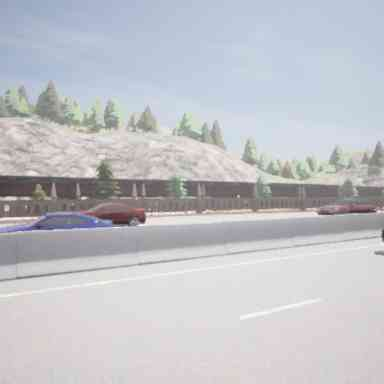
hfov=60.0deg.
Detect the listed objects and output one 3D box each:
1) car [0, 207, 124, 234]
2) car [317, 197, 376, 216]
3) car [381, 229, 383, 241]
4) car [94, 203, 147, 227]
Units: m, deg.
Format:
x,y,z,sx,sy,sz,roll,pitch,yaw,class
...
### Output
x,y,z,sx,sy,sz,roll,pitch,yaw,class
-5.236,1.504,12.591,4.674,1.442,1.812,0,0,-29,car
11.808,1.287,25.467,4.553,1.767,2.097,0,0,-24,car
9.429,1.561,12.532,4.718,1.301,1.895,0,0,-28,car
-5.289,1.439,20.581,5.008,1.535,1.882,0,0,-29,car
